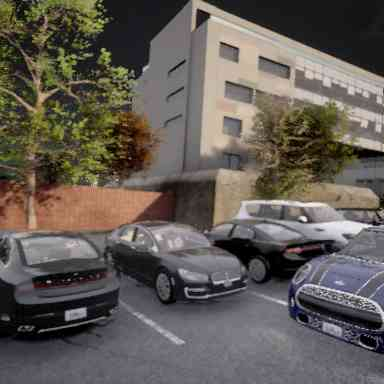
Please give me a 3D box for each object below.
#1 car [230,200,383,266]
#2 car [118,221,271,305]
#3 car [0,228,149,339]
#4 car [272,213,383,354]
[{"bbox_3d":[3.868,1.336,11.691,2.435,2.045,5.566,1,0,-35],"label":"car"},{"bbox_3d":[-0.703,1.527,8.473,2.231,1.521,4.892,1,0,-35],"label":"car"},{"bbox_3d":[-3.071,1.495,6.768,2.231,1.521,4.892,1,0,-35],"label":"car"},{"bbox_3d":[3.868,1.424,6.136,4.553,1.767,2.097,1,0,-35],"label":"car"}]
